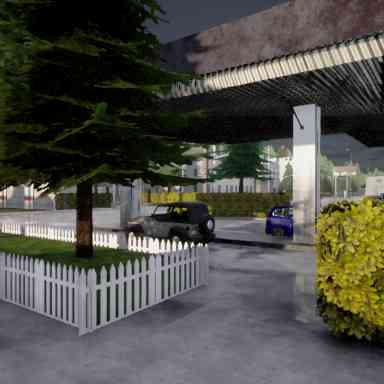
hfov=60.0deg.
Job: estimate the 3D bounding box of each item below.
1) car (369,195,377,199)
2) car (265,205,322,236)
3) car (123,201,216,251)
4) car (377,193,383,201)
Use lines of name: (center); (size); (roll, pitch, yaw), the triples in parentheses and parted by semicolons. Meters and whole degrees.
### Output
car: (33.119, 1.298, 60.206); (2.007, 1.523, 4.514); (0, 0, 35)
car: (5.890, 1.480, 15.937); (4.611, 1.667, 2.242); (0, 0, 35)
car: (-0.912, 1.313, 13.790); (3.866, 1.878, 1.905); (0, 0, 35)
car: (25.851, 1.077, 43.467); (1.905, 1.878, 3.866); (0, 0, 35)
